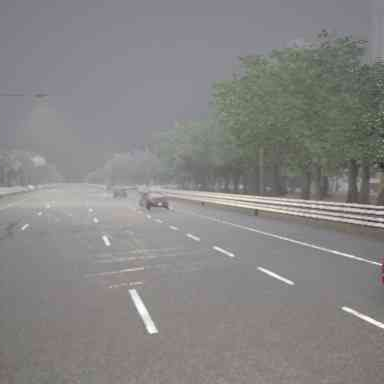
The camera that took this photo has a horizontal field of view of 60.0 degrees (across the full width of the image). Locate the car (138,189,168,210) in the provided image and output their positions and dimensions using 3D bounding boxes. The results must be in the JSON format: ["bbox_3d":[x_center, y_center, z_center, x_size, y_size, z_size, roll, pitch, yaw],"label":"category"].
[{"bbox_3d":[-3.338,0.735,28.905,1.812,1.442,4.674,0,1,-19],"label":"car"}]

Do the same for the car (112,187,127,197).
[{"bbox_3d":[-11.359,0.018,51.973,2.128,1.511,4.902,0,1,-19],"label":"car"}]

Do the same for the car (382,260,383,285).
[{"bbox_3d":[5.299,1.158,4.098,2.150,2.045,5.566,0,2,-19],"label":"car"}]
